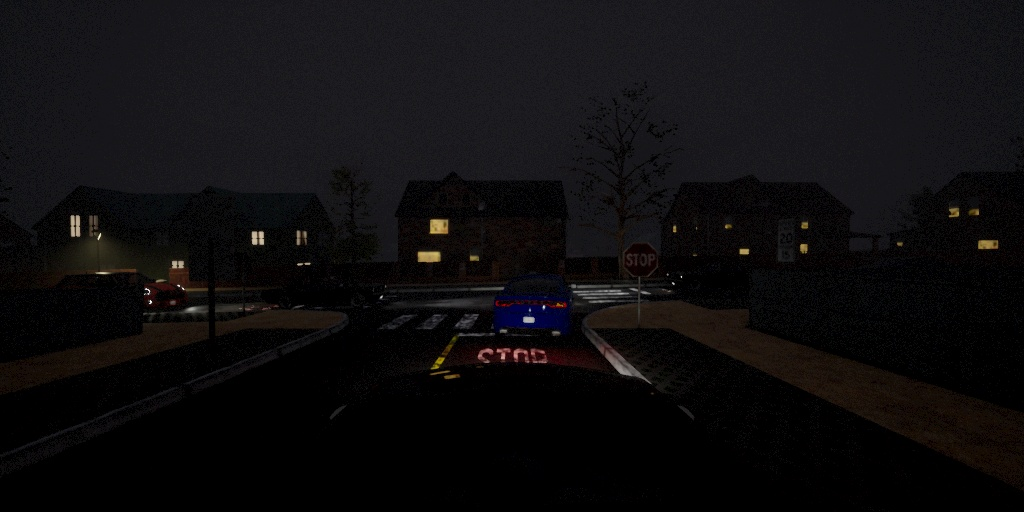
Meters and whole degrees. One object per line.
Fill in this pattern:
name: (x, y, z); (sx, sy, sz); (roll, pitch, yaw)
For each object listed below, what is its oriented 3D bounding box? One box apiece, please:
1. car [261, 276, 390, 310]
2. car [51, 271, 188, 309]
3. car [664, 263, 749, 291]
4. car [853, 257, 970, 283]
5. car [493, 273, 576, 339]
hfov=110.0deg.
car: (-7.813, 1.506, 15.382); (4.718, 1.301, 1.895); (-1, 1, 0)
car: (-16.800, 1.472, 15.374); (4.553, 1.767, 2.097); (-1, 1, 0)
car: (10.409, 1.034, 18.311); (4.718, 1.301, 1.895); (-1, 1, -1)
car: (20.055, 0.753, 18.348); (5.357, 1.411, 2.033); (-1, 1, 0)
car: (0.785, 1.226, 10.175); (1.882, 1.535, 5.008); (0, 0, 10)
